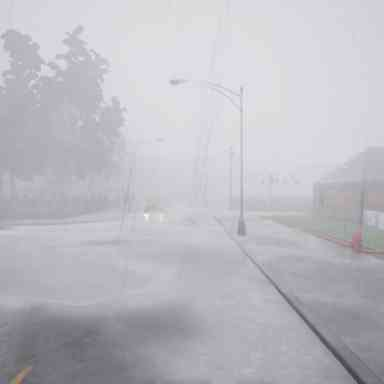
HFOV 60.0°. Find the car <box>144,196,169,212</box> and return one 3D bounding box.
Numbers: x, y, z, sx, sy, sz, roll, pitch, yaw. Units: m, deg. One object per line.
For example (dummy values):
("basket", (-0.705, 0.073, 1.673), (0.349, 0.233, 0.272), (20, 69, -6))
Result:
("car", (-4.183, 1.346, 37.909), (2.097, 1.767, 4.553), (0, 0, 0))

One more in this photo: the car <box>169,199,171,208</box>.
("car", (-4.185, 1.344, 48.161), (2.097, 1.767, 4.553), (0, 0, 0))
